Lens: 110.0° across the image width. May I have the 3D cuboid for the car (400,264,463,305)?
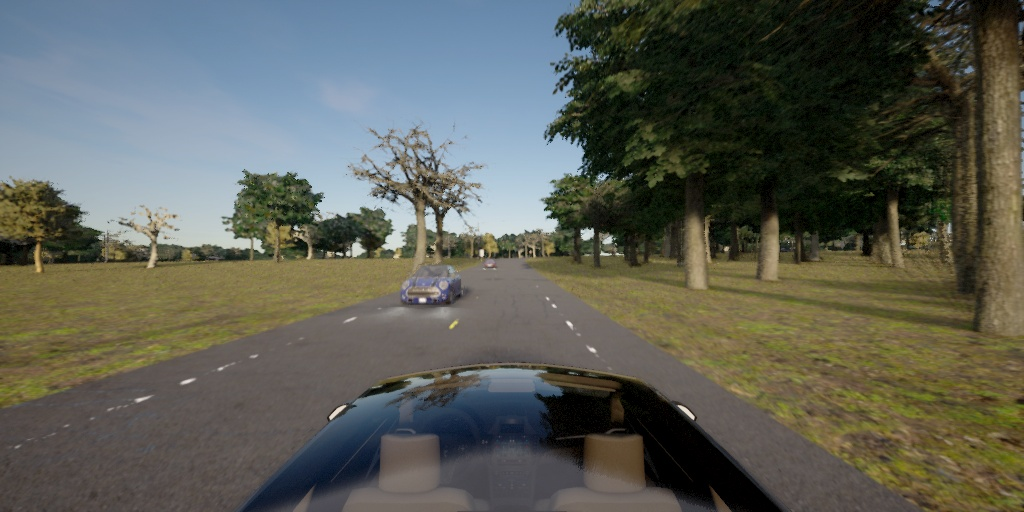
[{"bbox_3d":[-3.593,1.198,16.660,2.097,1.767,4.553,0,0,0],"label":"car"}]

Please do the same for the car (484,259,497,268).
[{"bbox_3d":[-3.522,1.253,58.748,1.812,1.442,4.674,0,1,1],"label":"car"}]
